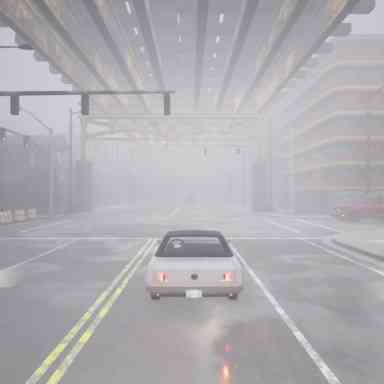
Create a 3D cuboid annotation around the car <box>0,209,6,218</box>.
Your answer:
[{"bbox_3d":[-16.863,1.452,25.047,4.974,1.542,2.038,0,0,-20],"label":"car"}]

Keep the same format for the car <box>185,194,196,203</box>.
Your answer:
[{"bbox_3d":[-0.277,1.439,67.439,1.837,1.490,4.892,0,0,0],"label":"car"}]

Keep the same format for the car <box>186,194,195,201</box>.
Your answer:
[{"bbox_3d":[-0.320,1.310,77.854,1.882,1.535,5.008,0,1,0],"label":"car"}]

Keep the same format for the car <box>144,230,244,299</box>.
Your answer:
[{"bbox_3d":[0.046,1.601,8.390,1.895,1.301,4.718,0,0,0],"label":"car"}]

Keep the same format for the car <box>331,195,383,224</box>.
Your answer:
[{"bbox_3d":[13.314,1.220,24.620,5.566,2.045,2.150,0,0,0],"label":"car"}]

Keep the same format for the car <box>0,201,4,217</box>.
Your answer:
[{"bbox_3d":[-16.912,1.295,25.029,4.536,1.218,1.853,0,0,-20],"label":"car"}]
